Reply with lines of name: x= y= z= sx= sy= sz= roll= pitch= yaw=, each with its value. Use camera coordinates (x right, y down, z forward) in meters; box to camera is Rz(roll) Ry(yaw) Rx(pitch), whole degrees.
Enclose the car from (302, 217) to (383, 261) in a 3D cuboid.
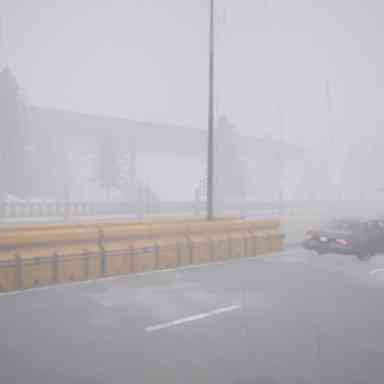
car: x=6.543 y=1.686 z=12.824 sx=5.357 sy=1.411 sz=2.033 roll=1 pitch=0 yaw=-35
